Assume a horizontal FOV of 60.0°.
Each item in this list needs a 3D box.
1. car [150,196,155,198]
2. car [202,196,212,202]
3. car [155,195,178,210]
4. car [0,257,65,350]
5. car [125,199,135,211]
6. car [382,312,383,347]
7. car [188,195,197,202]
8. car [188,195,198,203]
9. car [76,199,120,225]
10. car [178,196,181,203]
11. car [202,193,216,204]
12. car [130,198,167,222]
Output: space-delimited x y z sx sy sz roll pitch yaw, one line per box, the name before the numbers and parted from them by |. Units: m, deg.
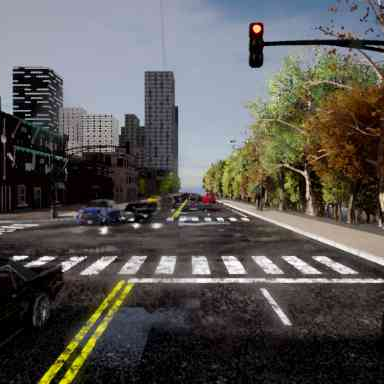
car | -6.497 1.456 58.000 1.882 1.535 5.008 0 0 0
car | 3.361 1.522 75.874 1.994 1.385 4.181 0 0 0
car | -3.287 1.338 43.537 2.097 1.767 4.553 0 0 0
car | -3.344 1.600 4.065 1.895 1.301 4.718 0 0 0
car | -6.544 1.551 39.362 1.994 1.385 4.181 0 0 0
car | 3.355 1.491 2.342 2.128 1.511 4.902 0 0 0
car | 0.115 1.446 76.495 1.882 1.535 5.008 0 0 0
car | 0.196 1.466 66.188 2.128 1.511 4.902 0 0 0
car | -6.565 1.345 23.651 2.097 1.767 4.553 0 0 0
car | -3.171 1.481 67.233 1.837 1.490 4.892 0 -1 1
car | 3.441 1.196 65.290 2.150 2.045 5.566 0 0 1
car | -3.312 1.498 26.022 1.837 1.490 4.892 0 0 0
